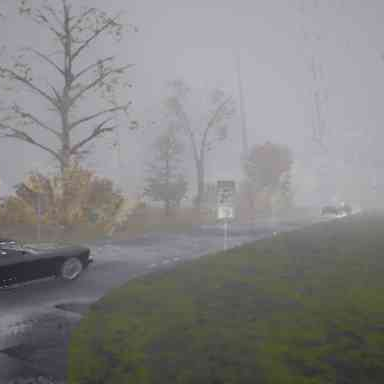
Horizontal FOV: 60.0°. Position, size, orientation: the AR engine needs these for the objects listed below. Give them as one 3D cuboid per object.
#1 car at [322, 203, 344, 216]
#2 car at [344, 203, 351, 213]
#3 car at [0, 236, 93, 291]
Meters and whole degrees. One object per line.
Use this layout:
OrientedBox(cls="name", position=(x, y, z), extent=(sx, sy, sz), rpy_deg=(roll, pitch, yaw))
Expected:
OrientedBox(cls="car", position=(18.717, 2.349, 44.596), extent=(1.837, 1.490, 4.892), rpy_deg=(0, -1, 33))
OrientedBox(cls="car", position=(24.178, 2.495, 53.093), extent=(2.128, 1.511, 4.902), rpy_deg=(0, -1, 33))
OrientedBox(cls="car", position=(-4.784, 1.733, 8.086), extent=(1.895, 1.301, 4.718), rpy_deg=(0, -1, 33))
